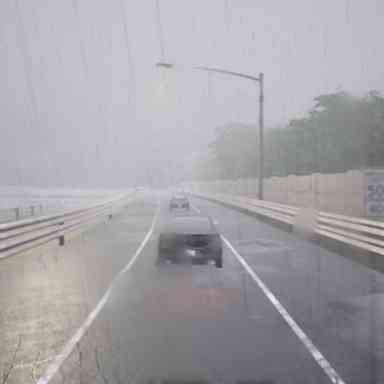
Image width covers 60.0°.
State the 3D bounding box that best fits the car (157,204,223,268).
[{"bbox_3d":[-0.110,1.418,11.214,1.882,1.535,5.008,0,1,-2],"label":"car"}]

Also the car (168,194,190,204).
[{"bbox_3d":[-1.253,0.951,31.793,2.128,1.511,4.902,0,1,-5],"label":"car"}]
